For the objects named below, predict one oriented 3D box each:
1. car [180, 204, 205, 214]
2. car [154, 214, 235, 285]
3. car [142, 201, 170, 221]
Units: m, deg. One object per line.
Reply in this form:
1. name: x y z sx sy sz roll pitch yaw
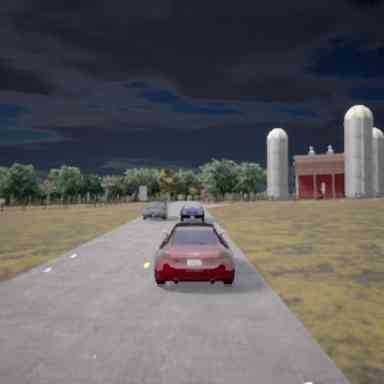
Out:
1. car: 0.039 1.605 27.318 1.895 1.301 4.718 0 0 0
2. car: 0.062 1.563 9.525 1.994 1.385 4.181 0 0 0
3. car: -2.895 1.510 27.325 1.837 1.490 4.892 0 0 0
